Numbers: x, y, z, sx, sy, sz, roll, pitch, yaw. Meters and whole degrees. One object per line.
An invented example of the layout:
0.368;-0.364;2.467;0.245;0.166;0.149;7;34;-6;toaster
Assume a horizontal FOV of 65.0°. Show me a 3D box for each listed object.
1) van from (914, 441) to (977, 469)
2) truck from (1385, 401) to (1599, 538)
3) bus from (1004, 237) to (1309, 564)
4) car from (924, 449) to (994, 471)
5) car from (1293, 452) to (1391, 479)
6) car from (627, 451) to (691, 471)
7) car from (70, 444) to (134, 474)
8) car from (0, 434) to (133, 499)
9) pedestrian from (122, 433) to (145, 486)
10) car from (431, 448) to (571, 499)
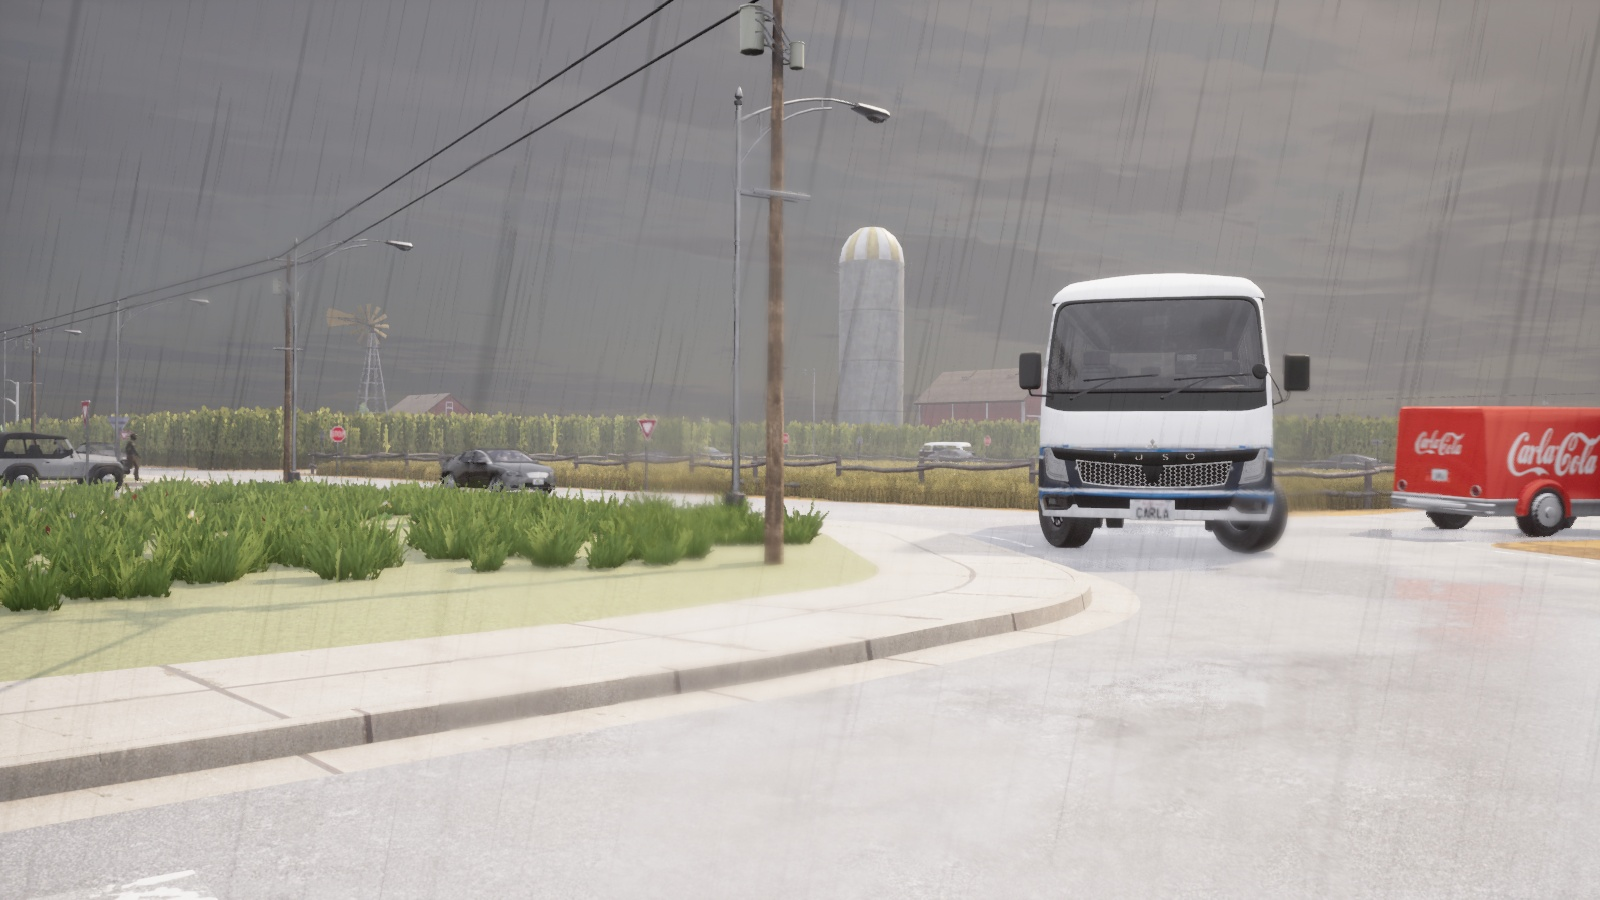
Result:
10.967;0.362;94.790;2.069;2.038;4.480;0;1;-43;van
14.648;0.321;24.690;5.204;2.467;2.627;0;2;-17;truck
6.262;-0.621;21.791;3.944;4.253;10.273;0;0;17;bus
11.342;0.676;89.822;1.837;1.490;4.892;0;1;-42;car
31.294;0.884;72.632;1.837;1.490;4.892;0;0;-44;car
-10.080;0.774;90.173;4.181;1.385;1.994;0;0;-43;car
-40.406;0.490;72.651;2.242;1.667;4.611;0;0;-43;car
-22.802;0.486;38.405;3.866;1.878;1.905;0;0;-44;car
-24.589;0.342;46.348;0.692;1.930;0.395;0;0;-34;pedestrian
-9.444;0.690;39.383;2.128;1.511;4.902;0;0;-43;car
